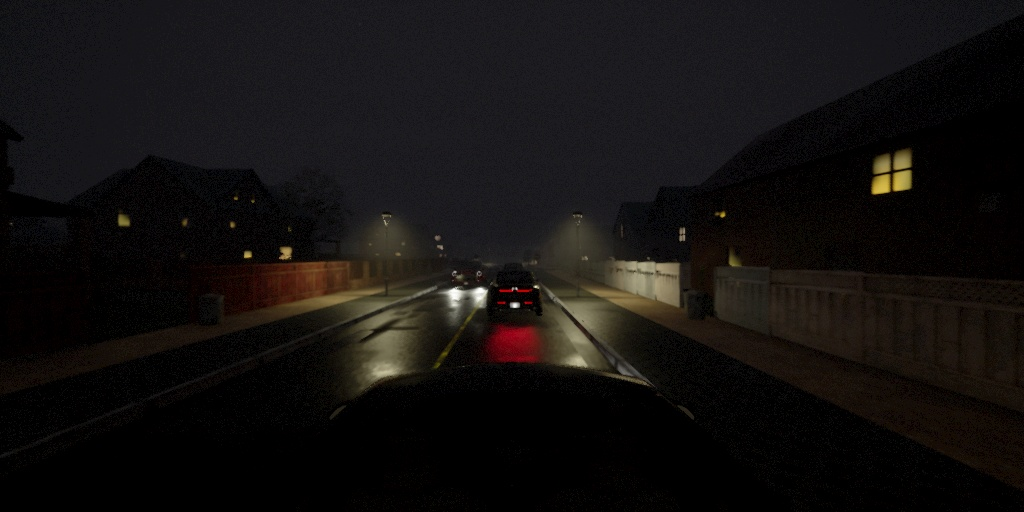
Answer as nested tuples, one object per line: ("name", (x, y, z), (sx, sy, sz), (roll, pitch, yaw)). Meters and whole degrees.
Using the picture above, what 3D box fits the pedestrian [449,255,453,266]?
("pedestrian", (-9.675, 0.653, 56.712), (0.375, 1.860, 0.375), (0, 0, 1))

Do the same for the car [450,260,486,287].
("car", (-2.844, 1.110, 24.421), (2.097, 1.767, 4.553), (0, 0, 0))

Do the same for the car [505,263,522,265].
("car", (0.098, 1.264, 27.685), (1.837, 1.490, 4.892), (0, 0, 0))

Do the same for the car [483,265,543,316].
("car", (0.096, 1.259, 13.452), (1.837, 1.490, 4.892), (0, 0, 0))
